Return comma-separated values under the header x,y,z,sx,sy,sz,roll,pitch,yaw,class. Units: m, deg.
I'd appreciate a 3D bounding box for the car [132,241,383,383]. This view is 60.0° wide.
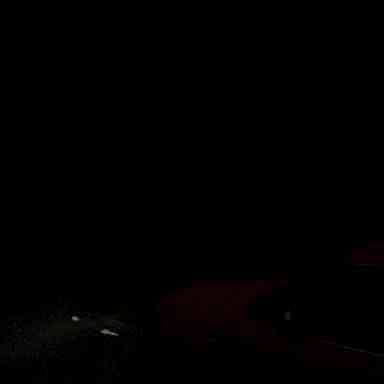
x,y,z,sx,sy,sz,roll,pitch,yaw,class
1.969,1.374,2.540,5.566,2.045,2.150,-1,-3,40,car
